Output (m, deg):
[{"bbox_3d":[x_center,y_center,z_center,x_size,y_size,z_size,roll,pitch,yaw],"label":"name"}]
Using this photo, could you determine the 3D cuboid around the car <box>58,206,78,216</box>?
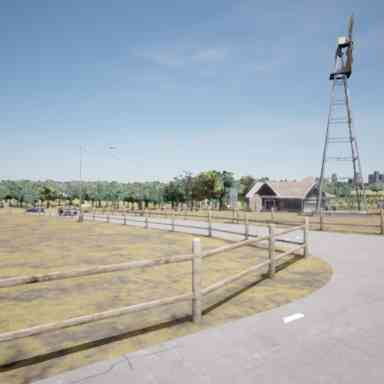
[{"bbox_3d":[-18.694,2.779,49.963,2.128,1.511,4.902,0,-2,-36],"label":"car"}]

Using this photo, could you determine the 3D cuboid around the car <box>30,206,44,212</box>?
[{"bbox_3d":[-36.912,4.153,80.088,2.097,1.767,4.553,0,-3,-36],"label":"car"}]
